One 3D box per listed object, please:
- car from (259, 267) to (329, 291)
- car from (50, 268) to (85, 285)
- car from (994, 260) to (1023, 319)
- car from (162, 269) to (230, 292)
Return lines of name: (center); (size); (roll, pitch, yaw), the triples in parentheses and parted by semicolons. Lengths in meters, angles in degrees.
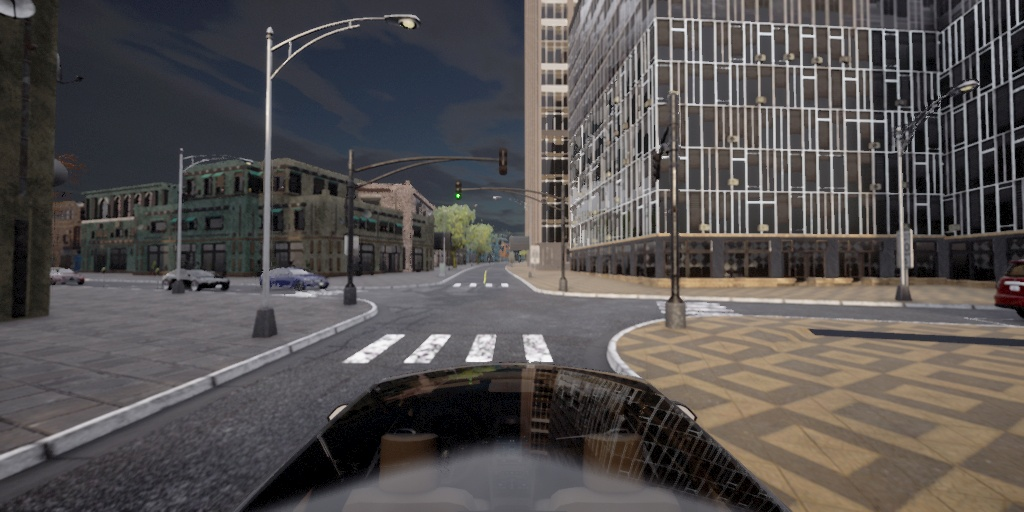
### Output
car: (-13.962, 1.457, 22.936); (4.674, 1.442, 1.812); (0, -1, 20)
car: (-35.285, 1.583, 27.835); (4.207, 1.307, 1.802); (0, 0, 20)
car: (16.312, 0.970, 9.205); (5.009, 1.841, 2.192); (0, 0, 20)
car: (-19.627, 1.464, 22.224); (4.313, 1.339, 1.948); (0, 0, 20)
